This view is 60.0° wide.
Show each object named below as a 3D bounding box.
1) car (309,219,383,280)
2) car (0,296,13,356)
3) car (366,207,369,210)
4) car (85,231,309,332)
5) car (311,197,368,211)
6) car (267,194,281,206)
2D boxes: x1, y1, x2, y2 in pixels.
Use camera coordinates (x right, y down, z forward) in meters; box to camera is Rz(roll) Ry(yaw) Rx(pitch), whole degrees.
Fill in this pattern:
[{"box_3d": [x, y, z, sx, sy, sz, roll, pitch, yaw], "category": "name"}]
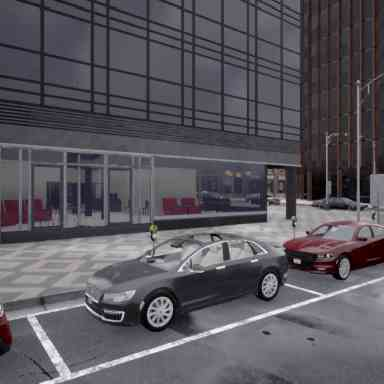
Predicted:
[{"box_3d": [4.547, 1.545, 9.901, 4.507, 1.381, 1.887, 0, 0, -36], "category": "car"}, {"box_3d": [-4.335, 1.440, 3.558, 4.097, 1.590, 1.967, 0, 0, -36], "category": "car"}, {"box_3d": [8.988, 1.441, 13.072, 4.097, 1.590, 1.967, 0, 0, -36], "category": "car"}, {"box_3d": [0.106, 1.551, 6.729, 4.403, 1.369, 2.008, 0, 0, -36], "category": "car"}, {"box_3d": [14.915, 1.203, 33.780, 2.033, 1.411, 5.357, 0, 1, -41], "category": "car"}, {"box_3d": [8.985, 0.961, 42.144, 1.837, 1.490, 4.892, 0, 1, -36], "category": "car"}]
